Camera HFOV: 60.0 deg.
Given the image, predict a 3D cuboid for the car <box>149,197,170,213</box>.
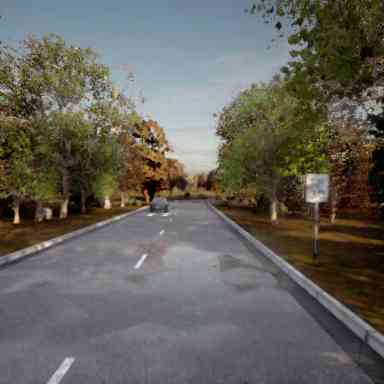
[{"bbox_3d":[-3.331,1.348,34.829,1.837,1.490,4.892,0,0,0],"label":"car"}]
